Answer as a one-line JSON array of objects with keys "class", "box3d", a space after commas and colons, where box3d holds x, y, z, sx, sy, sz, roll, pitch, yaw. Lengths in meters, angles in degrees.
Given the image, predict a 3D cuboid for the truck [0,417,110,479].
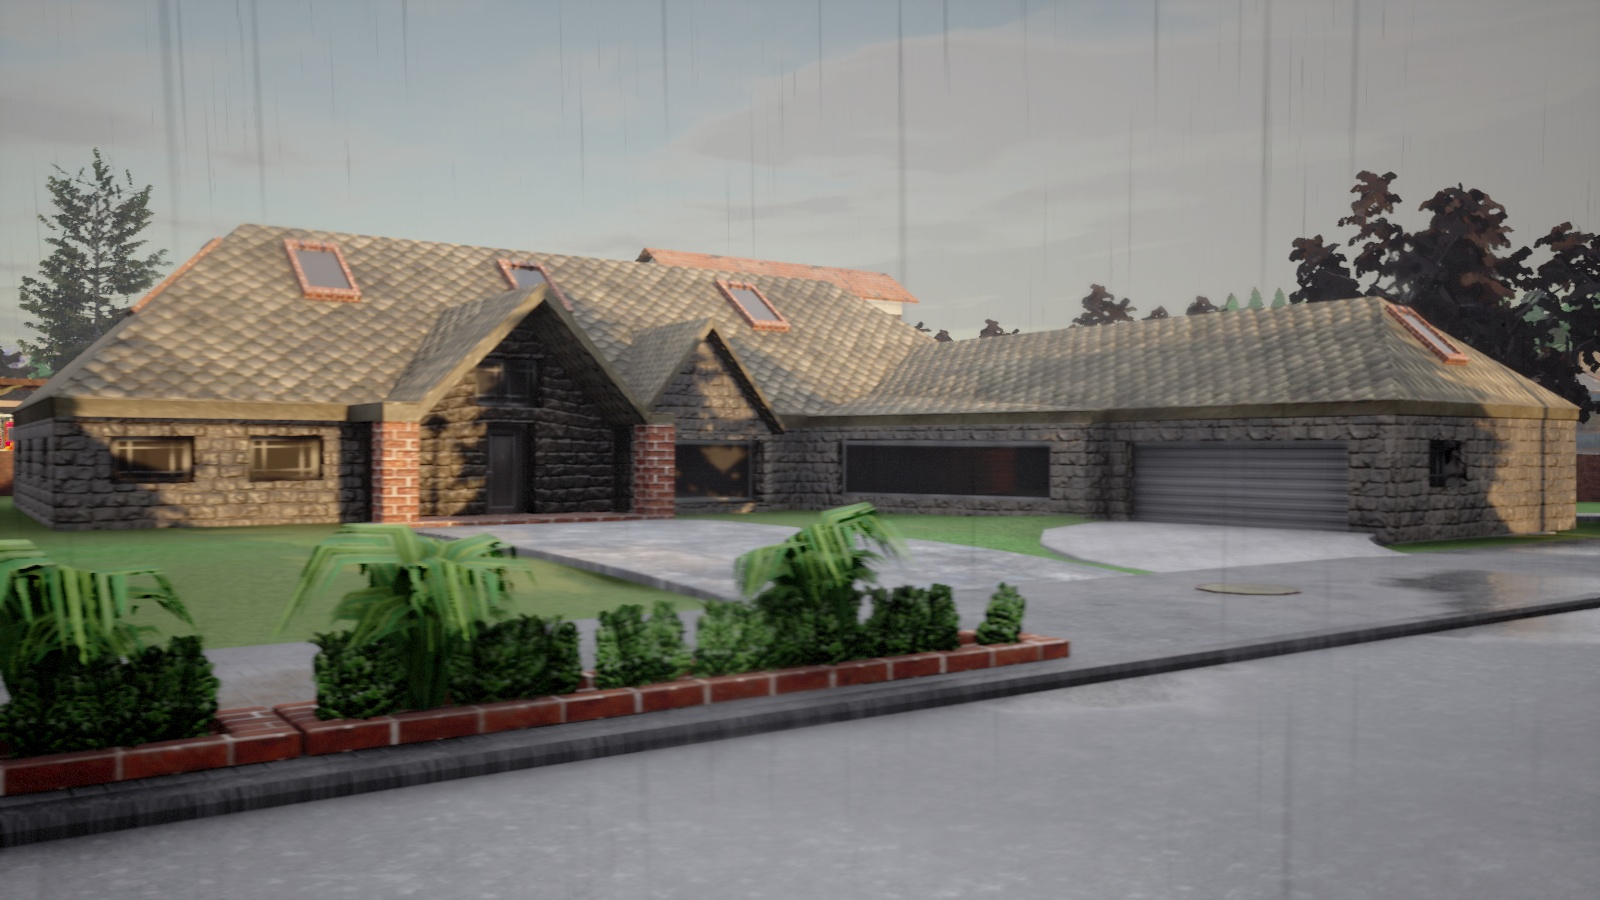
[{"class": "truck", "box3d": [-49.049, -0.119, 80.267, 8.468, 3.827, 2.891, 0, 0, -33]}]
